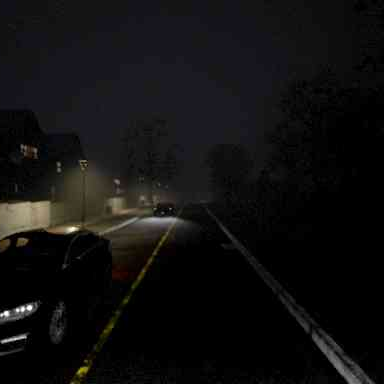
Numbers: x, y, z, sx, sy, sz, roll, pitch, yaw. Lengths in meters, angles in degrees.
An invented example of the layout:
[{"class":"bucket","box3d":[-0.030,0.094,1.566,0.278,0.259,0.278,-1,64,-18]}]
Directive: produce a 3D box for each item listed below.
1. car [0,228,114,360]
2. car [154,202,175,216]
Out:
[{"class":"car","box3d":[-2.841,1.500,6.341,2.128,1.511,4.902,0,0,0]},{"class":"car","box3d":[-2.754,1.647,33.564,1.895,1.301,4.718,0,0,0]}]
